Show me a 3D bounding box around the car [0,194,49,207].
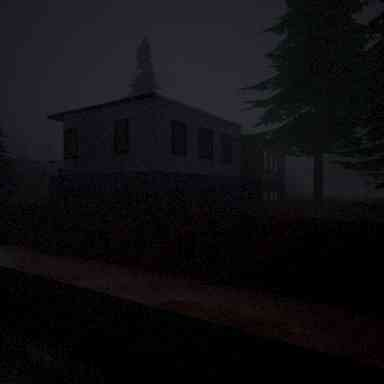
[{"bbox_3d":[-14.753,1.202,29.594,2.150,2.045,5.566,0,0,27],"label":"car"}]
